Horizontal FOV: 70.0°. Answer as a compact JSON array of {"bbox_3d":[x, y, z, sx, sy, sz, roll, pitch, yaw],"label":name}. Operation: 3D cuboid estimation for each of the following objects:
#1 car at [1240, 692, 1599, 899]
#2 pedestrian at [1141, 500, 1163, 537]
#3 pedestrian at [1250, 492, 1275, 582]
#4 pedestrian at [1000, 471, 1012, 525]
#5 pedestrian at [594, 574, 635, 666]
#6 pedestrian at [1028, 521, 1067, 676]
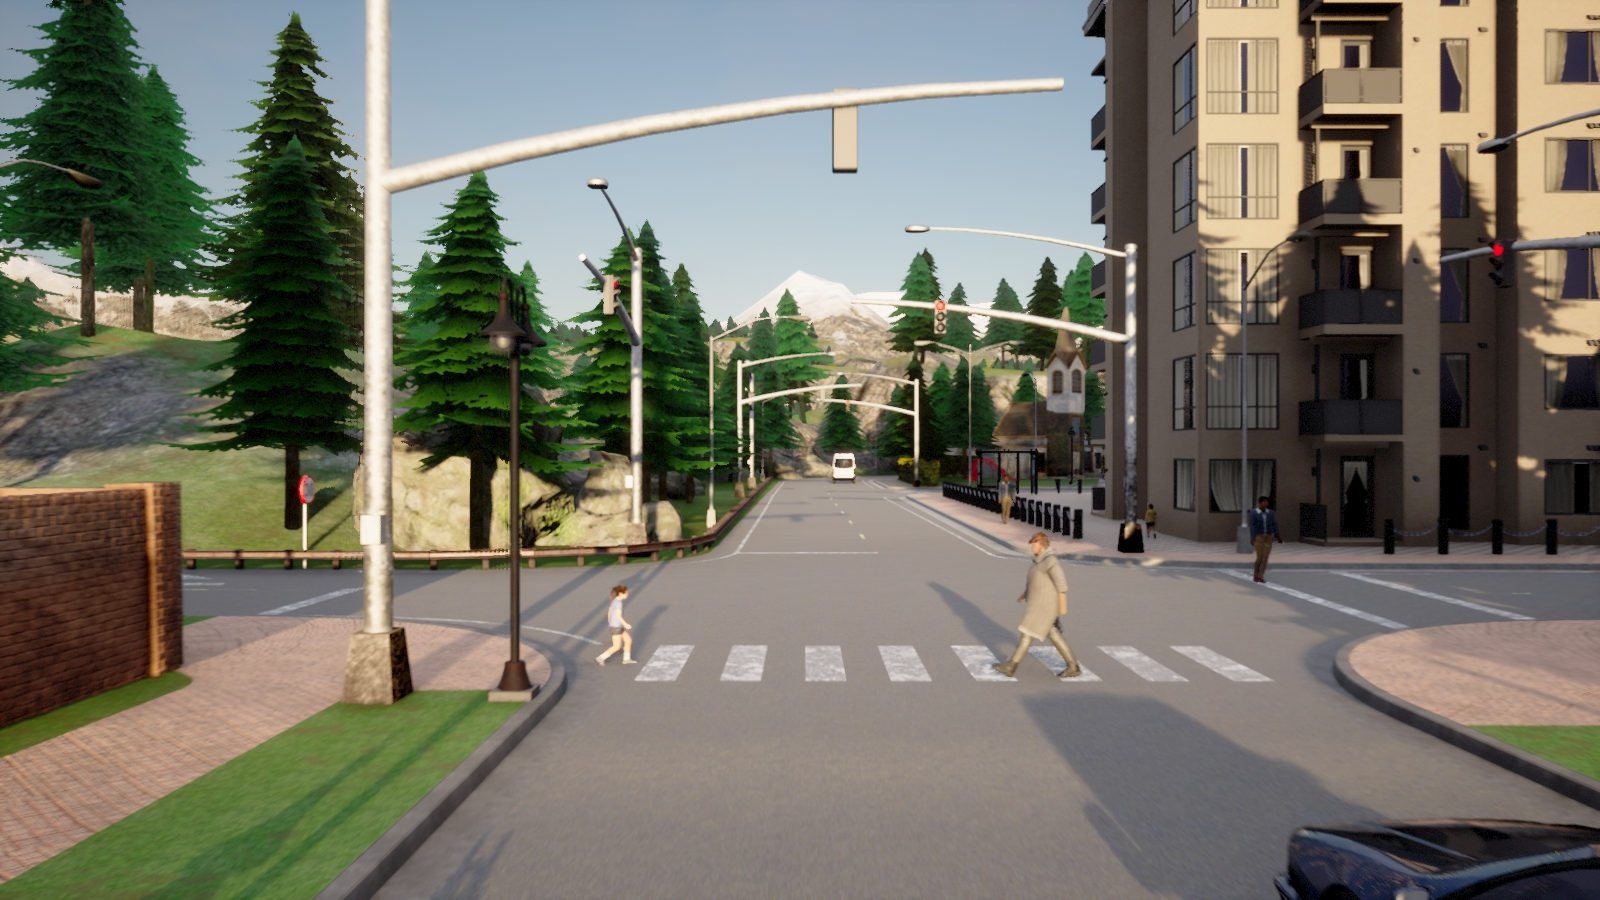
[{"bbox_3d":[3.508,2.072,3.784,2.033,1.411,5.357,0,0,0],"label":"car"},{"bbox_3d":[10.572,2.060,34.333,0.500,1.100,0.500,0,0,2],"label":"pedestrian"},{"bbox_3d":[9.710,1.830,23.994,0.375,1.860,0.375,0,0,1],"label":"pedestrian"},{"bbox_3d":[7.282,1.692,40.383,0.375,1.860,0.375,0,0,4],"label":"pedestrian"},{"bbox_3d":[-2.408,2.195,14.829,0.500,1.100,0.500,0,0,-12],"label":"pedestrian"},{"bbox_3d":[3.044,1.817,14.074,0.375,1.860,0.375,0,0,-4],"label":"pedestrian"}]
